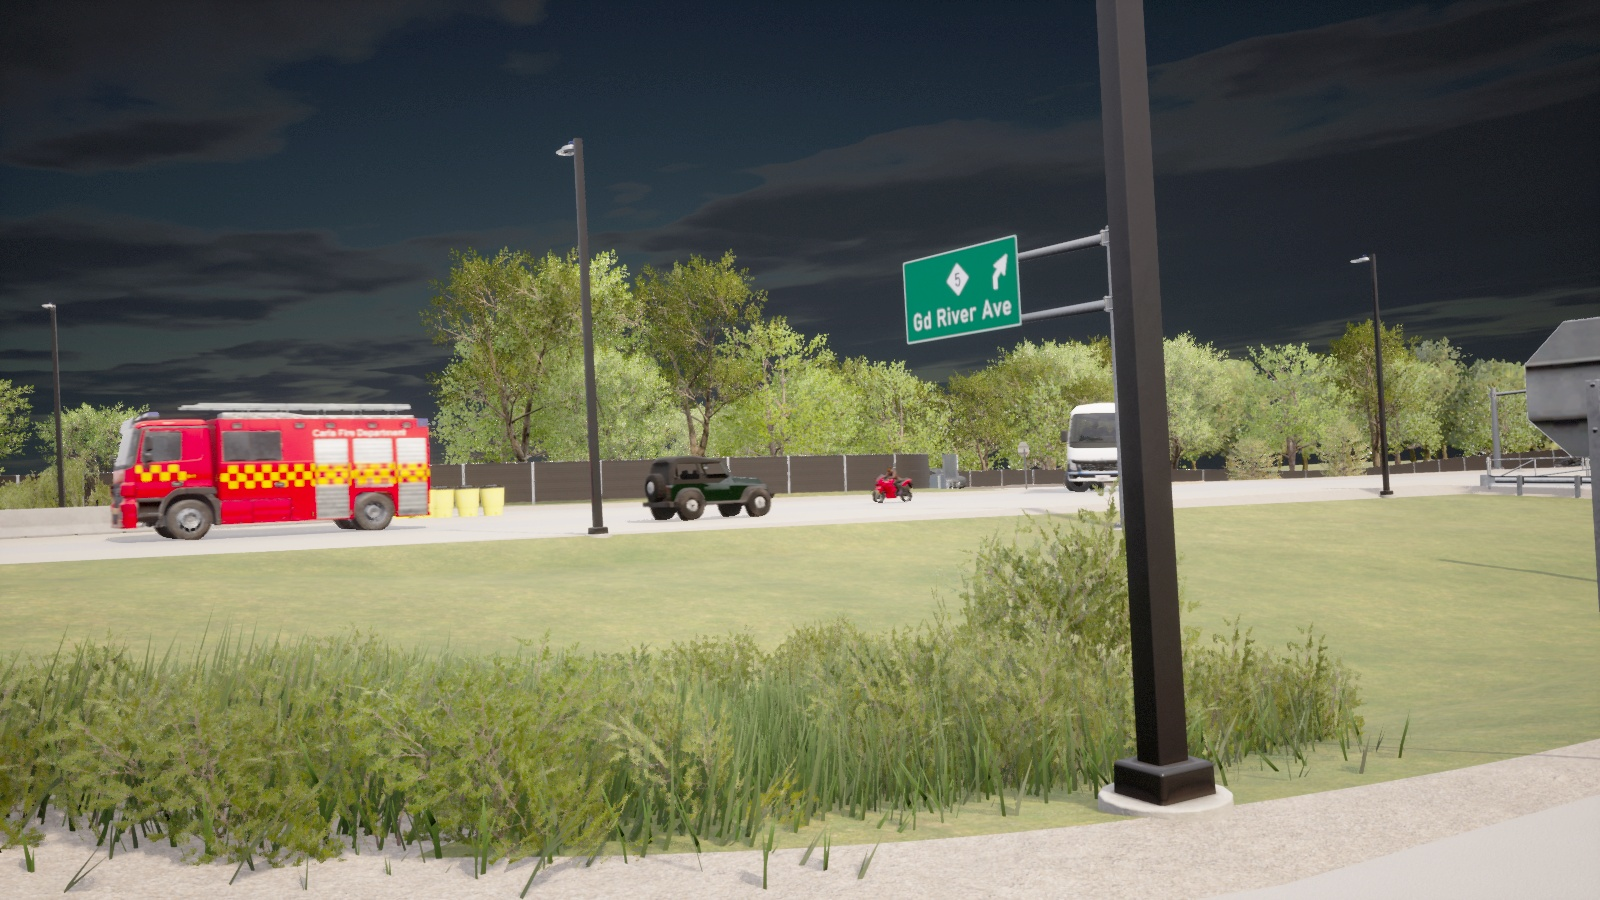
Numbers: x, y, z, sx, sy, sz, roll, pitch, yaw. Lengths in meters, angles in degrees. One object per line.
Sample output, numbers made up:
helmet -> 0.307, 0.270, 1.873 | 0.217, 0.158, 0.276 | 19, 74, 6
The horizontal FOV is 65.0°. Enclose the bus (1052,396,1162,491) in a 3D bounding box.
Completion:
bus -> 15.333, -0.230, 62.018 | 3.944, 4.253, 10.273 | -1, -1, 21

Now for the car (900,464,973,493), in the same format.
car -> 8.610, 1.807, 79.659 | 2.007, 1.525, 4.514 | -2, -2, -35

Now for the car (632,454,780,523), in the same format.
car -> -2.759, 1.129, 37.247 | 3.866, 1.878, 1.905 | -2, -2, -35

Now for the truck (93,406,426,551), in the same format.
truck -> -15.705, 0.724, 36.846 | 8.468, 3.827, 2.891 | -2, -2, -35

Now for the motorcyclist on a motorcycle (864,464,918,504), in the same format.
motorcyclist on a motorcycle -> 3.639, 1.346, 50.166 | 2.044, 1.523, 0.797 | -2, -2, -35
